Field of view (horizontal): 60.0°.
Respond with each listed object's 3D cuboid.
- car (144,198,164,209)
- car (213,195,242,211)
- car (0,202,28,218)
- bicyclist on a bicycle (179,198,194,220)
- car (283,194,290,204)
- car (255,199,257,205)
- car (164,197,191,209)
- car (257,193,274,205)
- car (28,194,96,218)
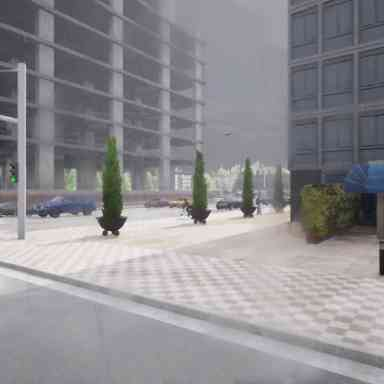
[{"bbox_3d":[-4.548,1.525,45.957,1.812,1.442,4.674,0,0,36],"label":"car"},{"bbox_3d":[4.783,1.491,40.618,2.128,1.511,4.902,0,0,36],"label":"car"},{"bbox_3d":[-16.355,1.563,29.624,1.994,1.385,4.181,0,0,36],"label":"car"},{"bbox_3d":[-0.367,1.300,25.316,1.656,1.620,0.582,0,0,36],"label":"bicyclist on a bicycle"},{"bbox_3d":[17.034,1.490,57.594,2.128,1.511,4.902,0,0,36],"label":"car"},{"bbox_3d":[7.626,1.601,50.609,1.895,1.301,4.718,0,0,36],"label":"car"},{"bbox_3d":[-1.099,1.477,44.751,1.882,1.535,5.008,0,0,36],"label":"car"},{"bbox_3d":[12.842,1.352,57.926,2.097,1.767,4.553,0,0,36],"label":"car"},{"bbox_3d":[-11.455,1.220,30.431,2.150,2.045,5.566,0,0,36],"label":"car"}]
